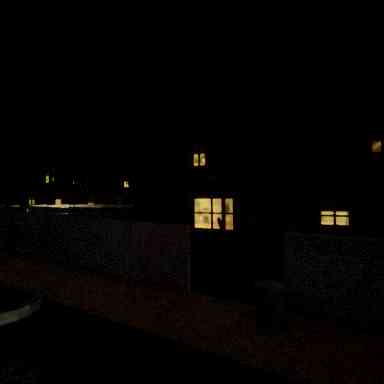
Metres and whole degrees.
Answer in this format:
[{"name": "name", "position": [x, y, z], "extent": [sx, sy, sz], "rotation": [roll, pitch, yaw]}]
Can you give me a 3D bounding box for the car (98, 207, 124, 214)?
[{"name": "car", "position": [-7.000, 2.124, 31.077], "extent": [1.994, 1.385, 4.181], "rotation": [-1, -2, 35]}]
